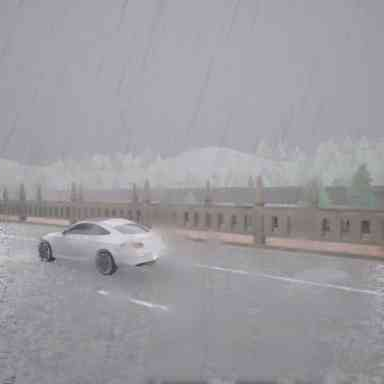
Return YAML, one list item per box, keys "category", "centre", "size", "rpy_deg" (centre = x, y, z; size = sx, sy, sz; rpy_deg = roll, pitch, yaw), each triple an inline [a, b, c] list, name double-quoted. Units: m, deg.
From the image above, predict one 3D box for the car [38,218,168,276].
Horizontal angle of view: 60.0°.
- category: "car"
  centre: [-2.856, 1.527, 10.331]
  size: [4.674, 1.442, 1.812]
  rpy_deg: [0, 0, 36]
